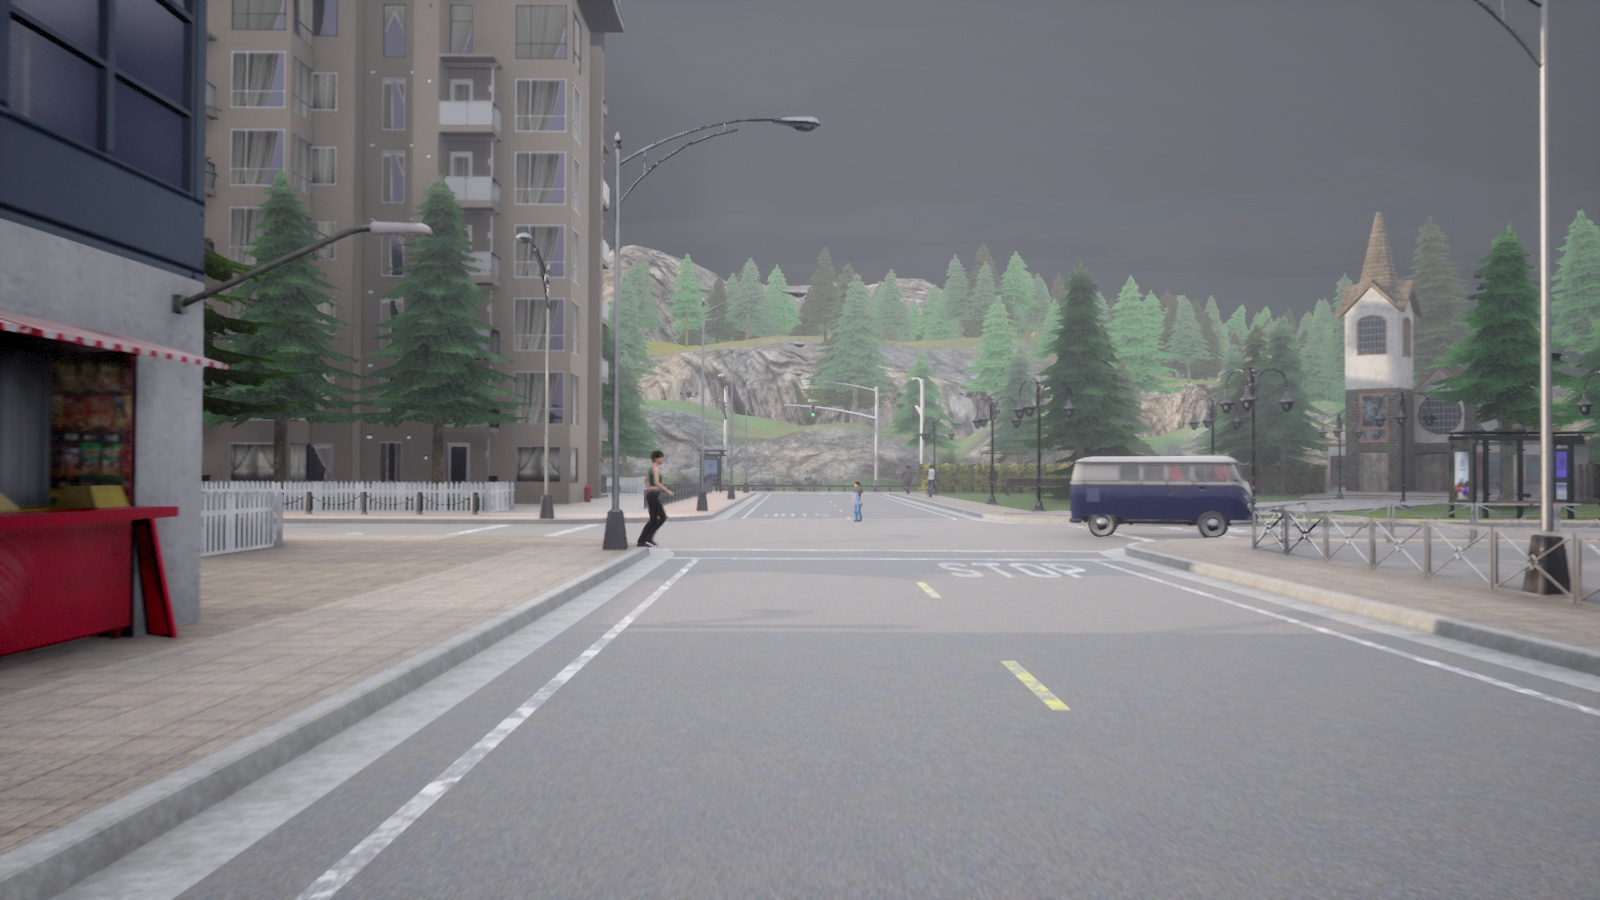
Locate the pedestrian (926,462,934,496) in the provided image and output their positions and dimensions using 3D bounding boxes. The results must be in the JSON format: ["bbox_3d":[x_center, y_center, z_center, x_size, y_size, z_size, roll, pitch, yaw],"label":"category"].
[{"bbox_3d":[7.073,1.591,68.352,0.354,1.836,0.706,0,-1,-2],"label":"pedestrian"}]

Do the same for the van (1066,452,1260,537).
[{"bbox_3d":[8.869,1.064,30.878,4.442,1.987,1.775,0,-1,15],"label":"van"}]

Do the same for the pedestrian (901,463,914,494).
[{"bbox_3d":[6.737,1.766,78.699,0.659,1.952,0.873,0,-1,-4],"label":"pedestrian"}]

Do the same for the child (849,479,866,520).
[{"bbox_3d":[1.771,1.518,38.632,0.437,1.263,0.270,0,-1,-37],"label":"child"}]

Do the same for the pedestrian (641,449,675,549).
[{"bbox_3d":[-2.639,0.897,23.329,0.594,1.836,0.345,0,-1,-11],"label":"pedestrian"}]
